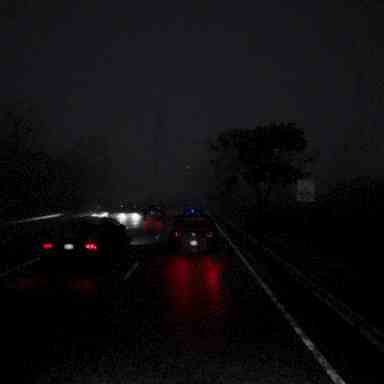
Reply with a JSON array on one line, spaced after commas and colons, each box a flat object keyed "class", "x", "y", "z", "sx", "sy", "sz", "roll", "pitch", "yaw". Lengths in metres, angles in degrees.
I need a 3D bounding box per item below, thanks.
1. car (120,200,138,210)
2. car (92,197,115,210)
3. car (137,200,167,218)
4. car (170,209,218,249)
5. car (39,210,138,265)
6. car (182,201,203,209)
[{"class": "car", "x": -7.110, "y": 1.587, "z": 39.115, "sx": 1.895, "sy": 1.301, "sz": 4.718, "roll": 0, "pitch": 2, "yaw": 0}, {"class": "car", "x": -10.606, "y": 1.445, "z": 40.136, "sx": 2.128, "sy": 1.511, "sz": 4.902, "roll": 0, "pitch": 2, "yaw": 0}, {"class": "car", "x": -3.424, "y": 1.593, "z": 31.176, "sx": 2.128, "sy": 1.511, "sz": 4.902, "roll": 0, "pitch": 0, "yaw": 0}, {"class": "car", "x": 0.079, "y": 1.651, "z": 14.867, "sx": 1.895, "sy": 1.301, "sz": 4.718, "roll": 0, "pitch": 0, "yaw": 0}, {"class": "car", "x": -3.434, "y": 1.588, "z": 11.818, "sx": 2.033, "sy": 1.411, "sz": 5.357, "roll": 0, "pitch": 0, "yaw": 0}, {"class": "car", "x": 0.079, "y": 1.575, "z": 32.653, "sx": 1.882, "sy": 1.535, "sz": 5.008, "roll": 0, "pitch": 0, "yaw": 0}]
